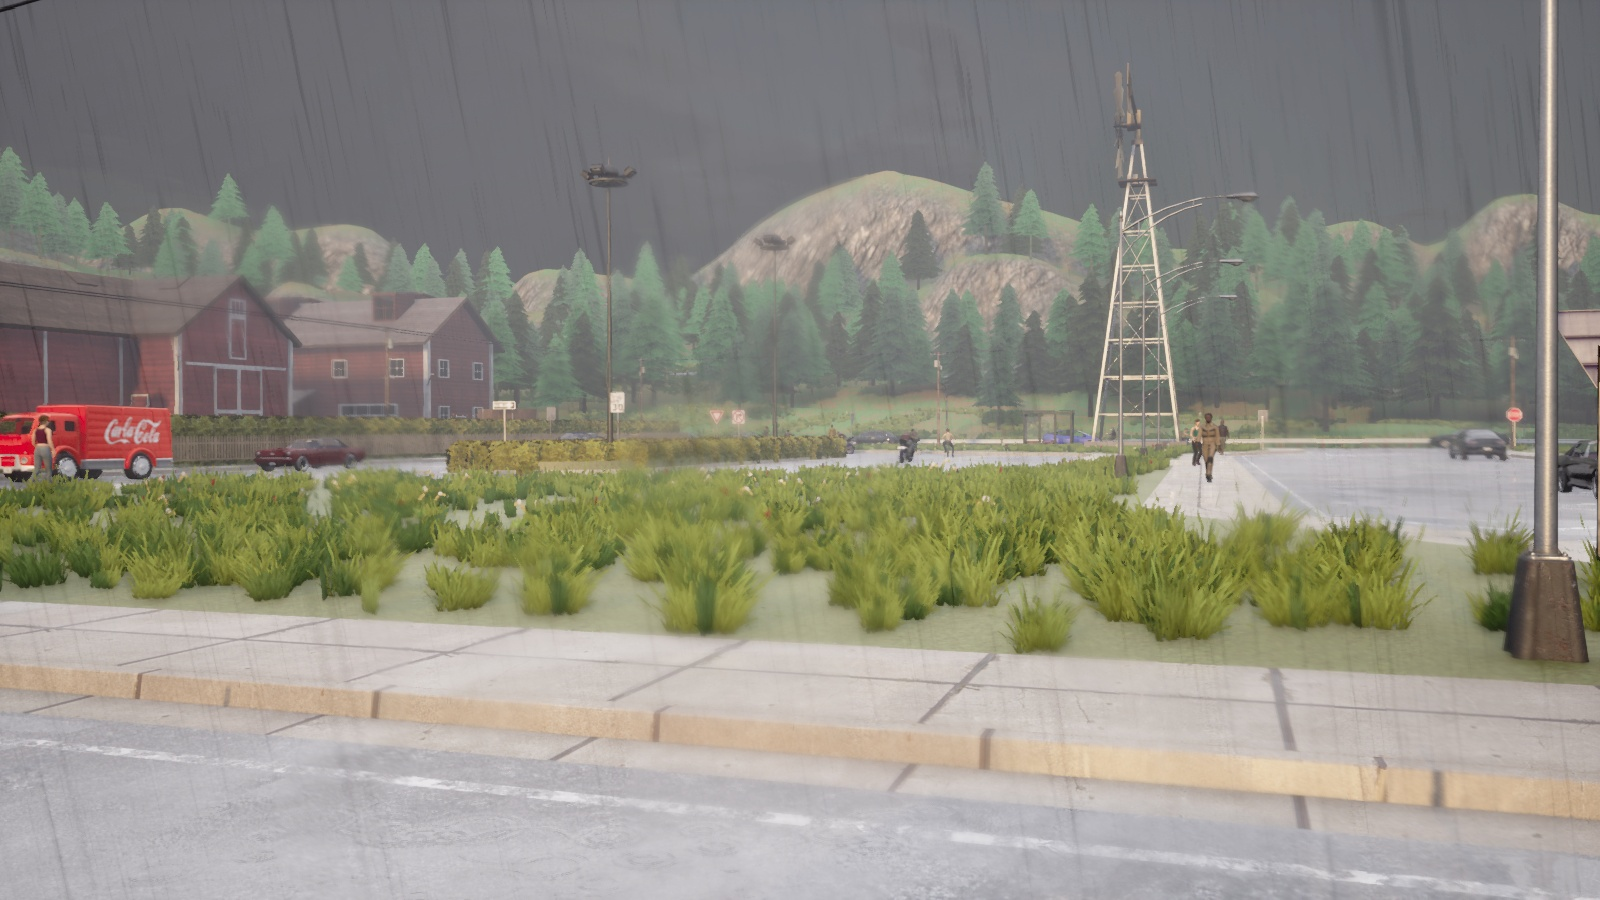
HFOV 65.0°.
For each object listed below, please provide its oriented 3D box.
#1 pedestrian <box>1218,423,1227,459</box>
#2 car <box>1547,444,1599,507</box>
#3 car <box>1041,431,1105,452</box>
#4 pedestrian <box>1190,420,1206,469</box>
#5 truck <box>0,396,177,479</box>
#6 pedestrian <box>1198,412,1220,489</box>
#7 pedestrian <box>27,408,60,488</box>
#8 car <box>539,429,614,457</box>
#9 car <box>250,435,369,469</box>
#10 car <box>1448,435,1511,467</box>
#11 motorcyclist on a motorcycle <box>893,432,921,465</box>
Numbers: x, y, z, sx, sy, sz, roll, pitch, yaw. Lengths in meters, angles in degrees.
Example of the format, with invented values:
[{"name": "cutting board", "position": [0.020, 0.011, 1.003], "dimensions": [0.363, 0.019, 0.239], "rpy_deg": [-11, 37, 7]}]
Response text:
[{"name": "pedestrian", "position": [21.854, -0.476, 64.973], "dimensions": [0.431, 1.840, 0.703], "rpy_deg": [0, 1, 17]}, {"name": "car", "position": [18.602, 0.542, 28.397], "dimensions": [1.895, 1.301, 4.718], "rpy_deg": [1, 1, 18]}, {"name": "car", "position": [20.738, -0.677, 95.440], "dimensions": [4.514, 1.525, 2.007], "rpy_deg": [1, 1, 19]}, {"name": "pedestrian", "position": [14.912, -0.216, 47.084], "dimensions": [0.345, 1.836, 0.594], "rpy_deg": [0, 1, -7]}, {"name": "truck", "position": [-23.219, -0.384, 40.540], "dimensions": [2.627, 2.467, 5.204], "rpy_deg": [1, 0, 19]}, {"name": "pedestrian", "position": [10.493, 0.005, 32.218], "dimensions": [0.396, 1.930, 0.692], "rpy_deg": [1, 1, 31]}, {"name": "pedestrian", "position": [-17.494, -0.049, 29.037], "dimensions": [0.345, 1.836, 0.594], "rpy_deg": [0, 1, 7]}, {"name": "car", "position": [-12.731, -0.416, 71.853], "dimensions": [2.128, 1.511, 4.902], "rpy_deg": [1, 1, 19]}, {"name": "car", "position": [-19.777, 0.039, 50.831], "dimensions": [1.895, 1.301, 4.718], "rpy_deg": [1, 1, 19]}, {"name": "car", "position": [32.498, 0.010, 60.198], "dimensions": [1.812, 1.442, 4.674], "rpy_deg": [1, 1, 18]}, {"name": "motorcyclist on a motorcycle", "position": [5.086, -0.073, 59.592], "dimensions": [0.866, 1.530, 2.191], "rpy_deg": [1, 1, 18]}]
